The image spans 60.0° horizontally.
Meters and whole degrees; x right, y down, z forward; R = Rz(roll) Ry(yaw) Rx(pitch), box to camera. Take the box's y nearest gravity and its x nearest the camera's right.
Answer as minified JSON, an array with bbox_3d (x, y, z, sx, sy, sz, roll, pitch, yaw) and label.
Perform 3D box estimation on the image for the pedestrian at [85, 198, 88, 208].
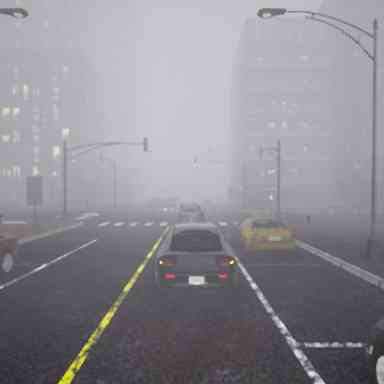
[{"bbox_3d":[-12.599,1.266,39.803,0.375,1.300,0.375,0,0,1],"label":"pedestrian"}]

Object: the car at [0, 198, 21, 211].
[{"bbox_3d":[-21.708,1.336,36.945,4.829,1.417,1.752,0,0,1],"label":"car"}]

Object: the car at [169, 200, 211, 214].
[{"bbox_3d":[-0.262,1.523,22.990,2.128,1.511,4.902,0,0,-6],"label":"car"}]

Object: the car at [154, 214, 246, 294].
[{"bbox_3d":[0.089,1.537,8.720,1.812,1.442,4.674,0,0,0],"label":"car"}]

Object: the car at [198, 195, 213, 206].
[{"bbox_3d":[2.605,1.632,56.954,2.008,1.369,4.403,-1,0,0],"label":"car"}]

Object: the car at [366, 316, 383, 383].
[{"bbox_3d":[2.805,1.554,2.056,2.008,1.369,4.403,-1,0,0],"label":"car"}]

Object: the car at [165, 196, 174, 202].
[{"bbox_3d":[-5.811,1.669,85.216,1.887,1.381,4.507,-1,0,0],"label":"car"}]

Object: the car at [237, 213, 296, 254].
[{"bbox_3d":[2.790,1.544,13.515,1.752,1.417,4.829,-1,0,0],"label":"car"}]

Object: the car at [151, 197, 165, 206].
[{"bbox_3d":[-5.775,1.647,56.943,1.947,1.339,4.313,-1,0,0],"label":"car"}]

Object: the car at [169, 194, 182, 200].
[{"bbox_3d":[-3.147,1.576,59.307,2.128,1.511,4.902,0,0,0],"label":"car"}]

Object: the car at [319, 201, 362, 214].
[{"bbox_3d":[16.268,1.682,36.496,4.403,1.369,2.008,0,0,1],"label":"car"}]

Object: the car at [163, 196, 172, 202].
[{"bbox_3d":[-5.803,1.698,79.561,1.802,1.307,4.206,-1,0,0],"label":"car"}]

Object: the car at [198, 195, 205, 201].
[{"bbox_3d":[2.560,1.573,90.882,1.967,1.590,4.097,-1,0,0],"label":"car"}]

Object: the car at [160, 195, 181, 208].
[{"bbox_3d":[-3.155,1.617,49.355,2.033,1.411,5.357,0,0,0],"label":"car"}]

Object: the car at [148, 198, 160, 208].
[{"bbox_3d":[-5.768,1.598,51.119,1.752,1.417,4.829,-1,0,0],"label":"car"}]

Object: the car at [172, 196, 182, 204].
[{"bbox_3d":[-3.088,1.600,69.503,1.837,1.490,4.892,0,0,0],"label":"car"}]

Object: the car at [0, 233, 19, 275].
[{"bbox_3d":[-5.841,1.555,7.747,1.887,1.381,4.507,-1,0,0],"label":"car"}]

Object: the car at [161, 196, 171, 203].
[{"bbox_3d":[-5.796,1.652,73.907,1.887,1.381,4.507,-1,0,0],"label":"car"}]
